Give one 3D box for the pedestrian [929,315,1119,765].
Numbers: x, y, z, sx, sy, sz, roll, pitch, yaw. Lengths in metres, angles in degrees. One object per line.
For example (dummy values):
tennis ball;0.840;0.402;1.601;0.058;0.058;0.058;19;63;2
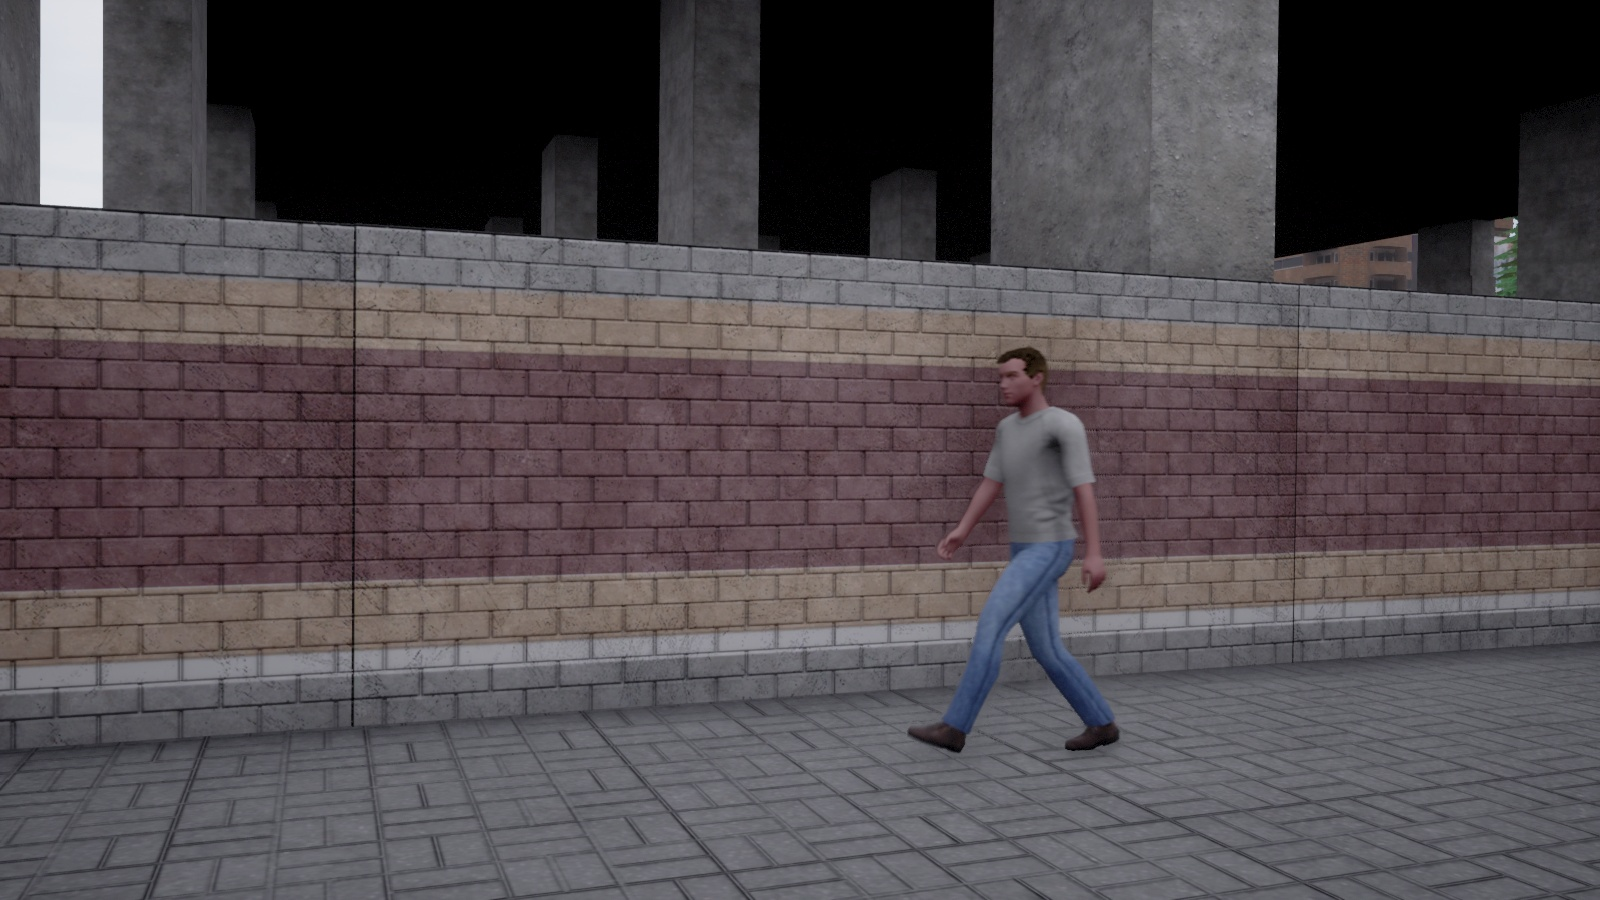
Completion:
pedestrian;0.961;0.361;5.396;0.706;1.836;0.354;-1;1;-18
